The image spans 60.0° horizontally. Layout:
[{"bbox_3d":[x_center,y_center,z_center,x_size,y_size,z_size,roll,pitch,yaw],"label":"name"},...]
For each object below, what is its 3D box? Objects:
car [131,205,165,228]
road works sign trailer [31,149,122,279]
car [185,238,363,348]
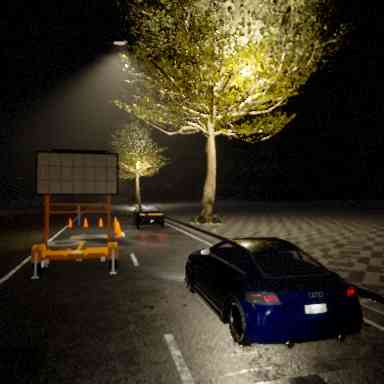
[{"bbox_3d":[-3.114,1.621,23.035,2.128,1.511,4.902,0,0,-15],"label":"car"},{"bbox_3d":[-3.520,0.499,10.365,2.380,3.560,2.880,0,0,-15],"label":"road works sign trailer"},{"bbox_3d":[1.202,1.587,6.531,1.994,1.385,4.181,0,0,-15],"label":"car"}]
